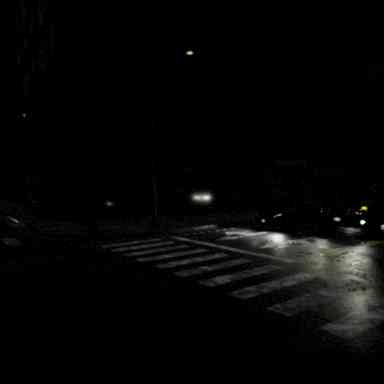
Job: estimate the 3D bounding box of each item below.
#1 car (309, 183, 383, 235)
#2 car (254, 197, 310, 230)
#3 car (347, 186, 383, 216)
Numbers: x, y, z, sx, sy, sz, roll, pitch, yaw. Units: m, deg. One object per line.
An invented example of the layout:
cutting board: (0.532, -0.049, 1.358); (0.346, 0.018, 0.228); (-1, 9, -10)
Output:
car: (8.050, 0.647, 15.080); (5.566, 2.045, 2.150); (-3, 1, -37)
car: (5.303, 0.998, 17.090); (4.674, 1.442, 1.812); (-2, 1, -34)
car: (12.679, 0.500, 22.308); (4.553, 1.767, 2.097); (-3, 1, -35)
